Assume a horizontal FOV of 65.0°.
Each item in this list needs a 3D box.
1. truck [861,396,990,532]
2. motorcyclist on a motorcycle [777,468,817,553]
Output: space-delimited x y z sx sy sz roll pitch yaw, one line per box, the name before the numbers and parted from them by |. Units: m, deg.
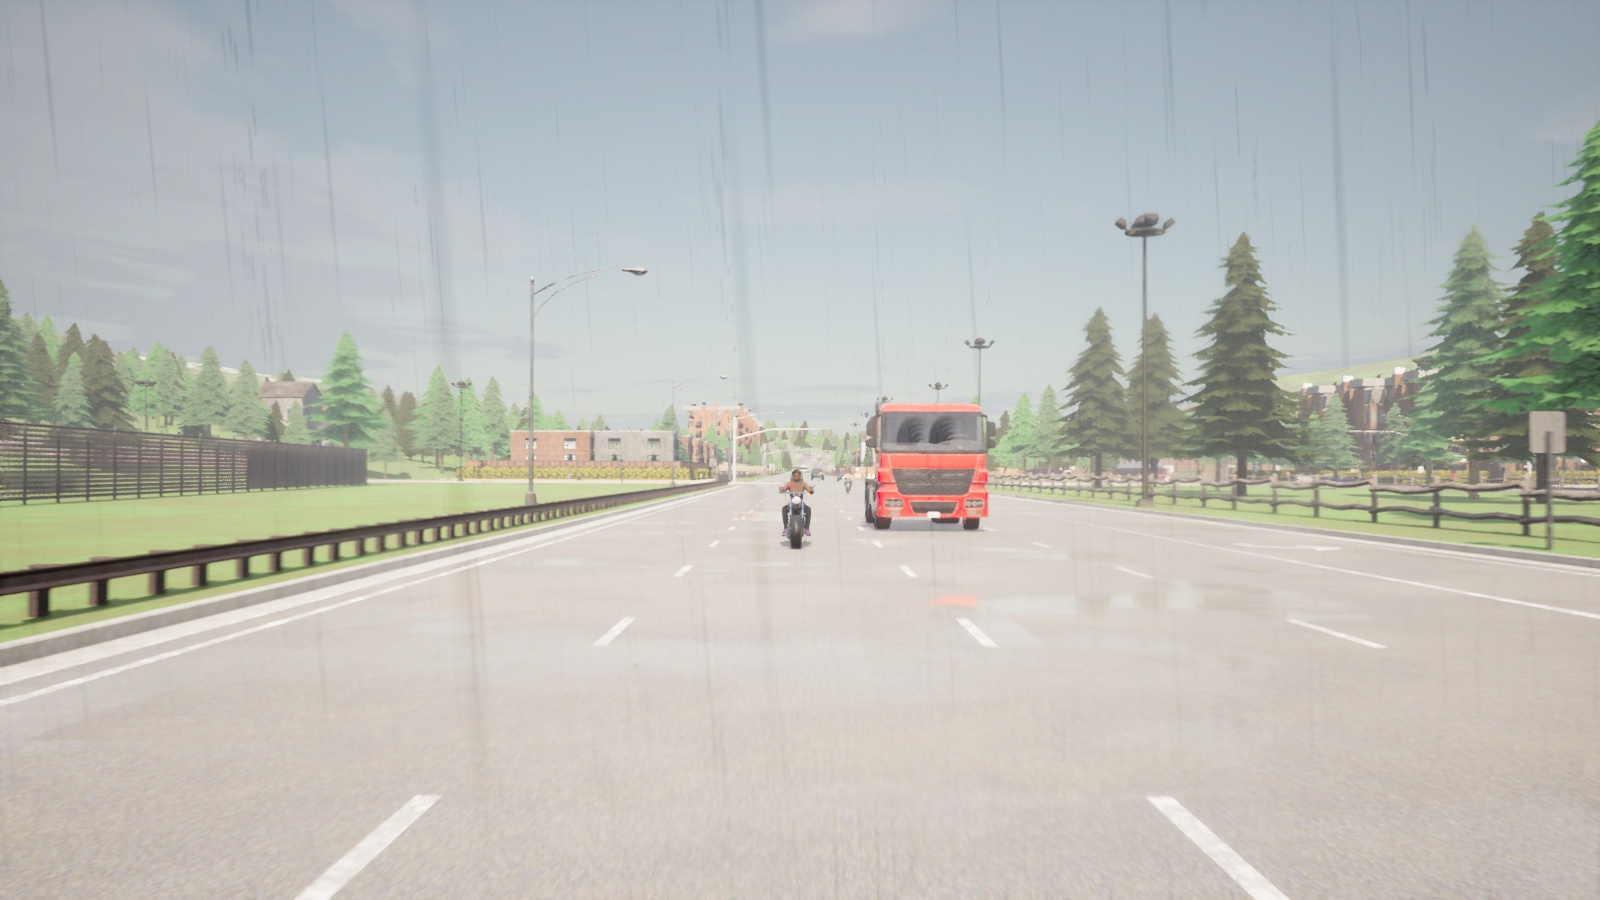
truck | 3.409 0.422 36.158 2.891 3.462 7.936 0 -1 0
motorcyclist on a motorcycle | -0.062 1.193 25.626 0.766 1.649 2.350 0 -1 0
